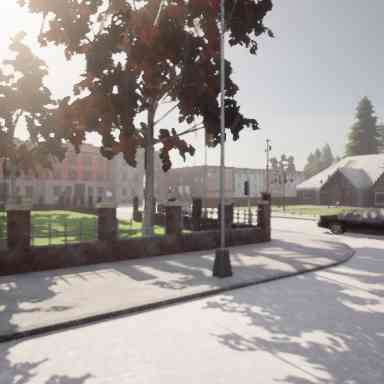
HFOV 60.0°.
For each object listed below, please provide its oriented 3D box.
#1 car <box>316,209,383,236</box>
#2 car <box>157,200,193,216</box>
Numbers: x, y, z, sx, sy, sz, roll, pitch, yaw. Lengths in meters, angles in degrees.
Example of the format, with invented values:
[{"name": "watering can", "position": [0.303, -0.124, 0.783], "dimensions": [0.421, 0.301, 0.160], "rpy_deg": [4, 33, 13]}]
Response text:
[{"name": "car", "position": [9.022, 1.558, 16.722], "dimensions": [2.033, 1.411, 5.357], "rpy_deg": [0, 0, -35]}, {"name": "car", "position": [-1.490, 1.502, 31.542], "dimensions": [2.128, 1.511, 4.902], "rpy_deg": [0, 0, -35]}]
